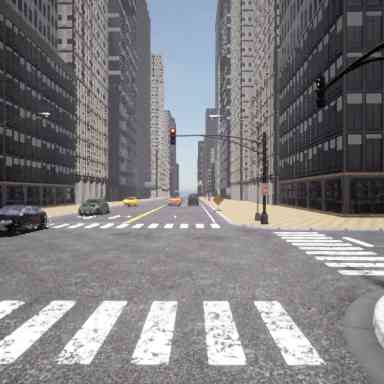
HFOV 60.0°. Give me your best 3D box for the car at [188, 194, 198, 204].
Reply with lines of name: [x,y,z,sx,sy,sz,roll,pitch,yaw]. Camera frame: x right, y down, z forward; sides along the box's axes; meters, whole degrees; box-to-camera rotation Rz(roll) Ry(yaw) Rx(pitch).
car: [0.254,1.362,70.439,2.150,2.045,5.566,0,0,0]

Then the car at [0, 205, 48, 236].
car: [-9.803,1.497,18.517,2.128,1.511,4.902,0,0,0]

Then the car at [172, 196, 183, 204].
car: [-2.998,1.634,70.208,2.128,1.511,4.902,0,0,0]

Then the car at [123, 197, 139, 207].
car: [-9.696,1.555,52.975,1.882,1.535,5.008,0,0,0]

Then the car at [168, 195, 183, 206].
car: [-2.998,1.447,58.456,2.097,1.767,4.553,0,0,0]

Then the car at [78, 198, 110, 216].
car: [-9.764,1.383,33.398,2.097,1.767,4.553,0,0,0]

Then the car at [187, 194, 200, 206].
car: [0.249,1.599,57.968,1.837,1.490,4.892,0,0,0]
